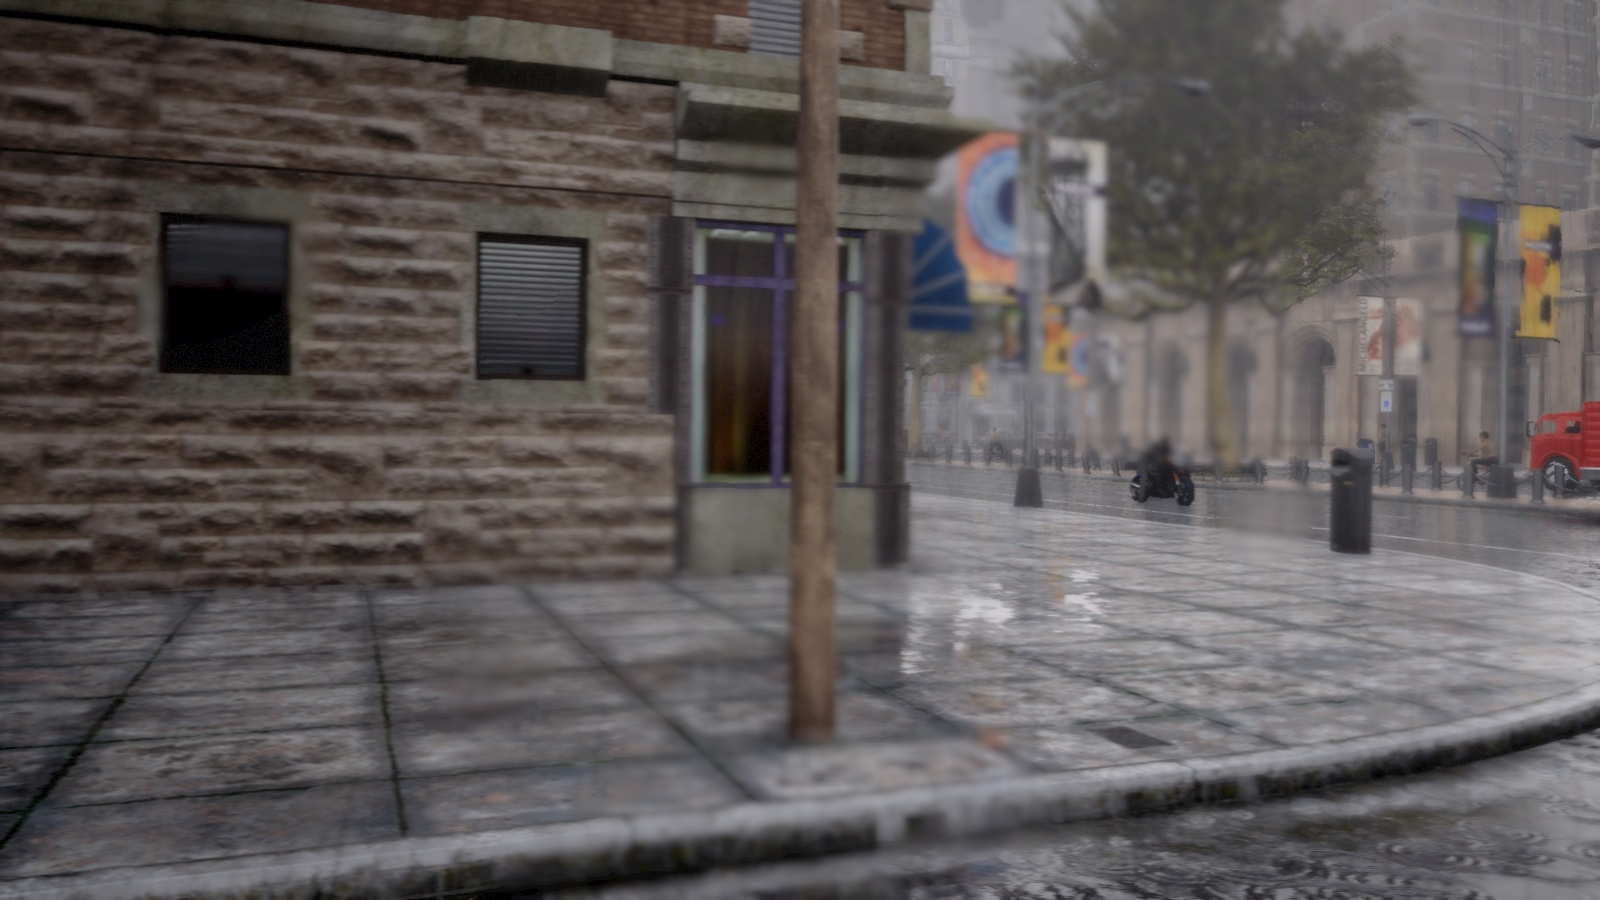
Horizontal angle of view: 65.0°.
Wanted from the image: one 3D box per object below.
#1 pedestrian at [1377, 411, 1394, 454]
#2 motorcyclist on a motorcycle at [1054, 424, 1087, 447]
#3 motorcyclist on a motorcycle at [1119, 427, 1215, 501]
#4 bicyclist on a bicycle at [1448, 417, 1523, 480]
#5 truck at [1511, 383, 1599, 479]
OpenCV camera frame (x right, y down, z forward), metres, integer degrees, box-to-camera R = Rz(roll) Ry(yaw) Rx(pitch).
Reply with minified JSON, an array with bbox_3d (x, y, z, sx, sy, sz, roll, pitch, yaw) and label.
[{"bbox_3d":[24.939,-0.755,53.474,0.345,1.836,0.594,-1,1,-20],"label":"pedestrian"},{"bbox_3d":[20.329,-1.094,94.457,2.350,1.649,0.766,-1,1,-20],"label":"motorcyclist on a motorcycle"},{"bbox_3d":[7.924,0.276,27.227,0.866,1.530,2.191,-1,1,-20],"label":"motorcyclist on a motorcycle"},{"bbox_3d":[17.982,-0.044,32.967,0.866,1.612,1.509,-1,1,-20],"label":"bicyclist on a bicycle"},{"bbox_3d":[21.771,-0.504,32.675,2.627,2.467,5.204,-1,2,-20],"label":"truck"}]
